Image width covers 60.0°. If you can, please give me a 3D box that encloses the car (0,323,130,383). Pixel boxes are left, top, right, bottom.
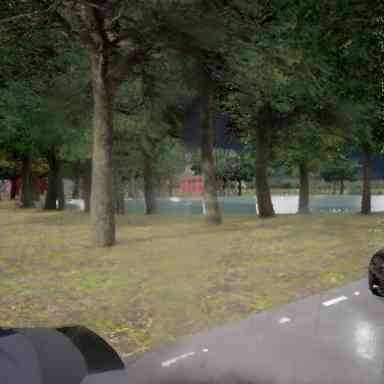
[{"bbox_3d":[-2.534,1.551,1.179,4.902,1.511,2.128,-1,0,-37],"label":"car"}]

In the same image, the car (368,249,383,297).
[{"bbox_3d":[5.817,1.423,7.400,5.008,1.535,1.882,-1,0,-37],"label":"car"}]
